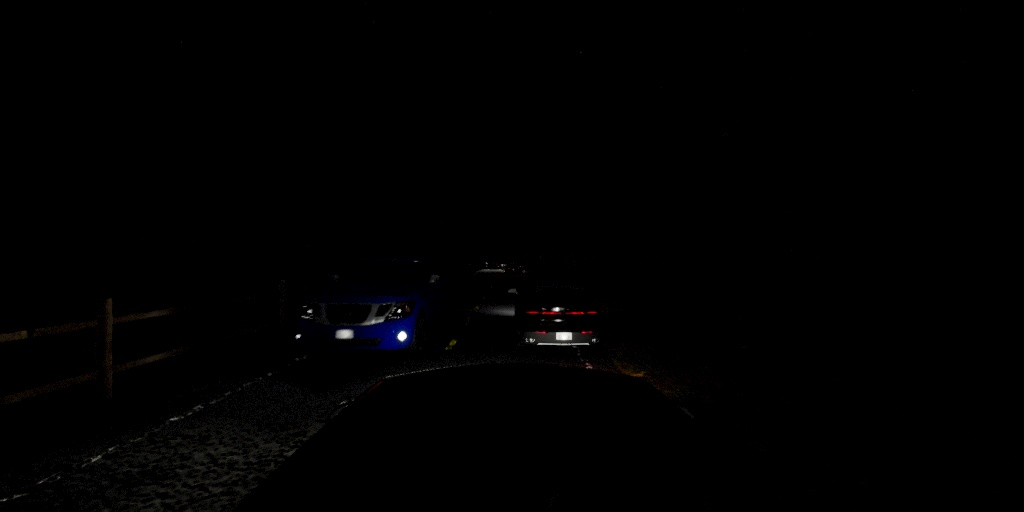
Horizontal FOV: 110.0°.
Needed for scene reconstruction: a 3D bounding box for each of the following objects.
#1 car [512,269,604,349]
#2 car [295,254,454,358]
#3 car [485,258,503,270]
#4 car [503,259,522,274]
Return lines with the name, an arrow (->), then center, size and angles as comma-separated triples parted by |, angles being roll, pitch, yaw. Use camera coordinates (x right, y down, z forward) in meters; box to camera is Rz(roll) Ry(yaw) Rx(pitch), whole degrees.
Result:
car -> 0.981, 1.256, 9.147 | 1.837, 1.490, 4.892 | 0, 0, 0
car -> -2.833, 0.972, 8.845 | 2.150, 2.045, 5.566 | 0, 0, 0
car -> -2.734, 1.071, 52.128 | 2.097, 1.767, 4.553 | 0, 0, 0
car -> 0.180, 1.258, 41.604 | 1.812, 1.442, 4.674 | 0, 0, 0
